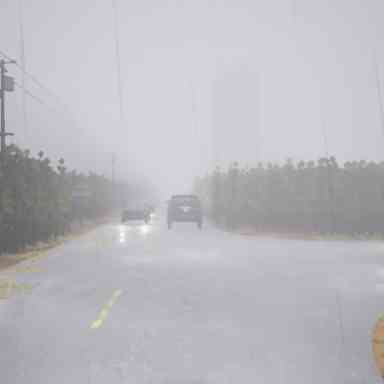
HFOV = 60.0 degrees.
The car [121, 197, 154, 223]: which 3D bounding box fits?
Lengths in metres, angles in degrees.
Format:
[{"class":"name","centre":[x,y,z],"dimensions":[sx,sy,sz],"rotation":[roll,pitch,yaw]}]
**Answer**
[{"class":"car","centre":[-4.209,1.420,25.479],"dimensions":[1.882,1.535,5.008],"rotation":[0,0,-4]}]

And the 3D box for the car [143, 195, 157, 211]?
[{"class":"car","centre":[-5.026,1.396,35.851],"dimensions":[1.882,1.535,5.008],"rotation":[0,0,-4]}]

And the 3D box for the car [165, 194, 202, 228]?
[{"class":"car","centre":[-0.554,1.171,22.094],"dimensions":[2.150,2.045,5.566],"rotation":[0,0,-4]}]

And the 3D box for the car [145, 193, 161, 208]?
[{"class":"car","centre":[-5.611,1.116,46.543],"dimensions":[2.150,2.045,5.566],"rotation":[0,0,-1]}]
